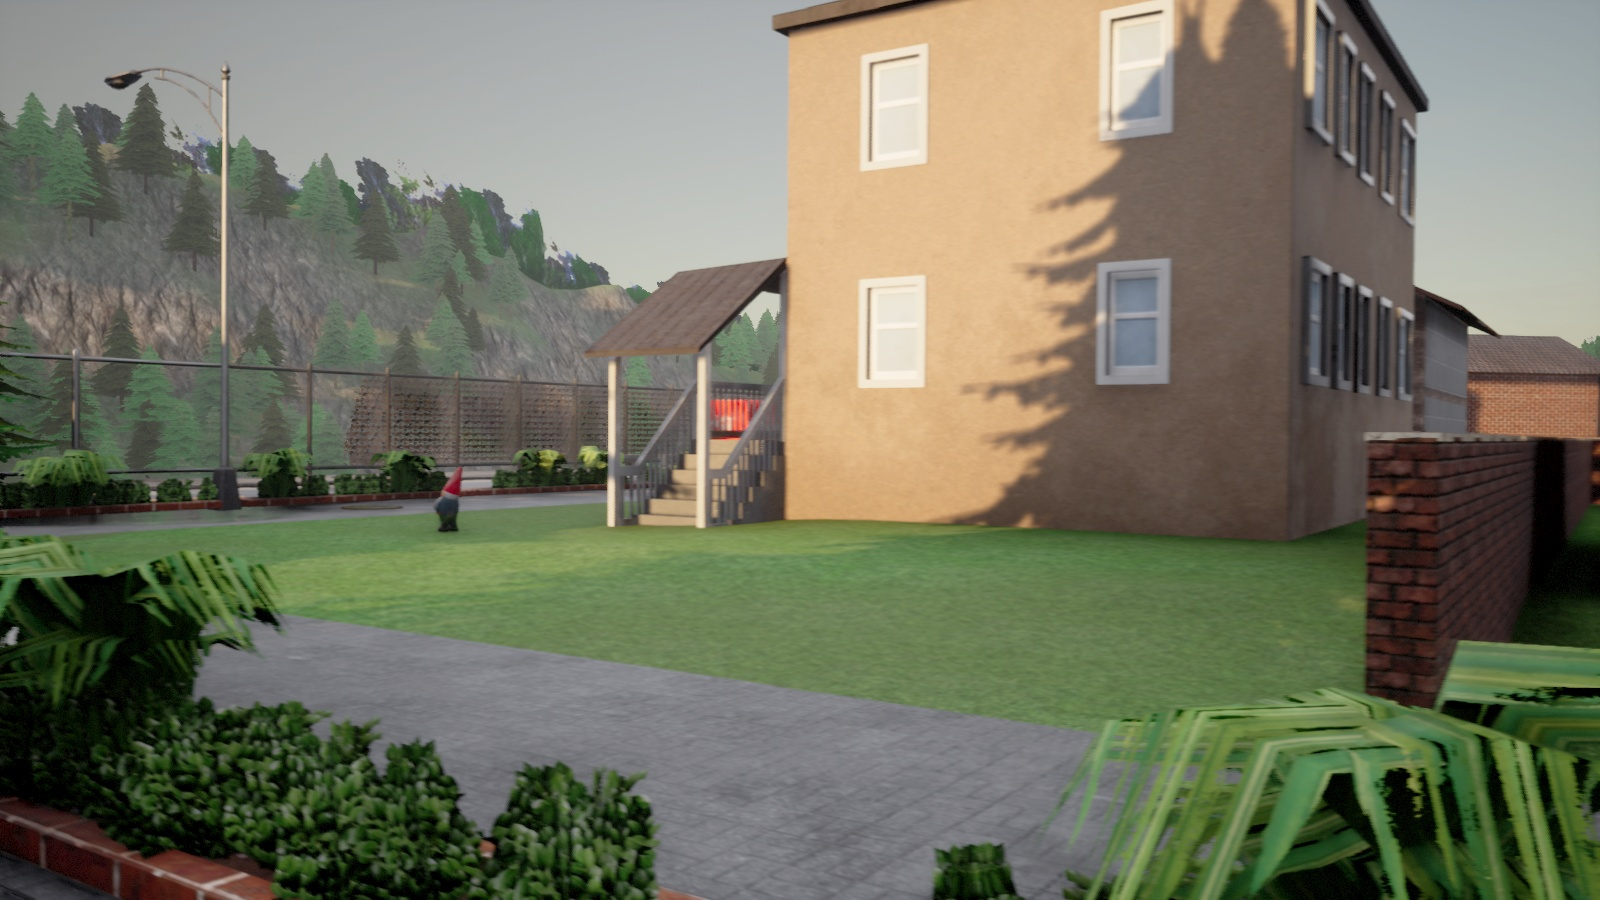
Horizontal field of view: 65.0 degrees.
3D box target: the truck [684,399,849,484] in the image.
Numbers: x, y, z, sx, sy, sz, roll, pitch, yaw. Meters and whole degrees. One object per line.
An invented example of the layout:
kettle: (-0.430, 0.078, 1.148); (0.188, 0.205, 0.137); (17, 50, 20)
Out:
truck: (-0.952, -0.281, 39.167); (2.627, 2.467, 5.204); (0, 1, 34)
